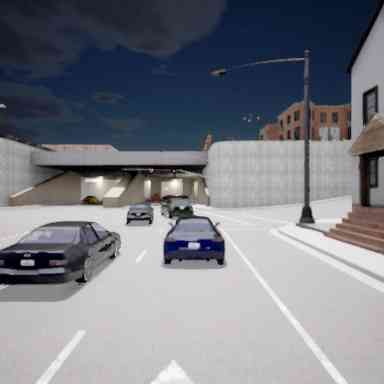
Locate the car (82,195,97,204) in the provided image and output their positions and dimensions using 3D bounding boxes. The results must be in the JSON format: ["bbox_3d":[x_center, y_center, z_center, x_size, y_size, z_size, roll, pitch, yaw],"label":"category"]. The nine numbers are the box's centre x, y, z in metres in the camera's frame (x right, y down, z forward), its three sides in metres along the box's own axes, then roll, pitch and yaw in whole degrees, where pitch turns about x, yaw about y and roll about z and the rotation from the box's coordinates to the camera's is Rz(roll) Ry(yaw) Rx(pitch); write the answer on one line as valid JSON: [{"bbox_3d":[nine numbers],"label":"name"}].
[{"bbox_3d":[-18.557,1.351,60.905,1.882,1.535,5.008,0,0,-1],"label":"car"}]

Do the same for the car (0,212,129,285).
[{"bbox_3d":[-3.436,1.528,9.492,2.033,1.411,5.357,0,0,0],"label":"car"}]

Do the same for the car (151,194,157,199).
[{"bbox_3d":[-8.273,1.186,79.408,2.097,1.767,4.553,0,0,6],"label":"car"}]

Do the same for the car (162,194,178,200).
[{"bbox_3d":[-5.952,1.330,89.094,2.033,1.411,5.357,0,0,24],"label":"car"}]

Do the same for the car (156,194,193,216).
[{"bbox_3d":[-1.433,1.302,29.049,2.097,1.767,4.553,0,0,-17],"label":"car"}]

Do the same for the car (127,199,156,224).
[{"bbox_3d":[-3.830,1.510,24.650,2.033,1.411,5.357,0,0,-6],"label":"car"}]

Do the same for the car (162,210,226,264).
[{"bbox_3d":[0.074,1.538,11.791,1.994,1.385,4.181,0,0,0],"label":"car"}]

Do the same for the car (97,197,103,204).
[{"bbox_3d":[-15.043,1.421,60.507,2.033,1.411,5.357,0,0,-1],"label":"car"}]

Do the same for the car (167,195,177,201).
[{"bbox_3d":[-4.748,1.357,79.524,1.812,1.442,4.674,0,0,6],"label":"car"}]

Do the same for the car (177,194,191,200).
[{"bbox_3d":[-2.091,1.363,89.208,1.994,1.385,4.181,0,0,28],"label":"car"}]
